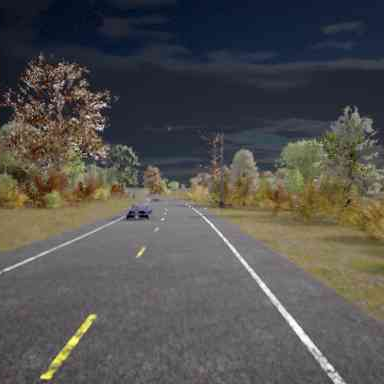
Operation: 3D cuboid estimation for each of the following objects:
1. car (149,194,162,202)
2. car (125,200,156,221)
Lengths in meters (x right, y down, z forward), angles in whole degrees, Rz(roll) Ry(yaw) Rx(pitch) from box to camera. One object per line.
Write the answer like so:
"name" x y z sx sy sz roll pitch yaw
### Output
"car" -7.333 1.237 68.755 2.097 1.767 4.553 0 0 -6
"car" -4.244 1.571 27.257 1.895 1.301 4.718 0 0 -3
